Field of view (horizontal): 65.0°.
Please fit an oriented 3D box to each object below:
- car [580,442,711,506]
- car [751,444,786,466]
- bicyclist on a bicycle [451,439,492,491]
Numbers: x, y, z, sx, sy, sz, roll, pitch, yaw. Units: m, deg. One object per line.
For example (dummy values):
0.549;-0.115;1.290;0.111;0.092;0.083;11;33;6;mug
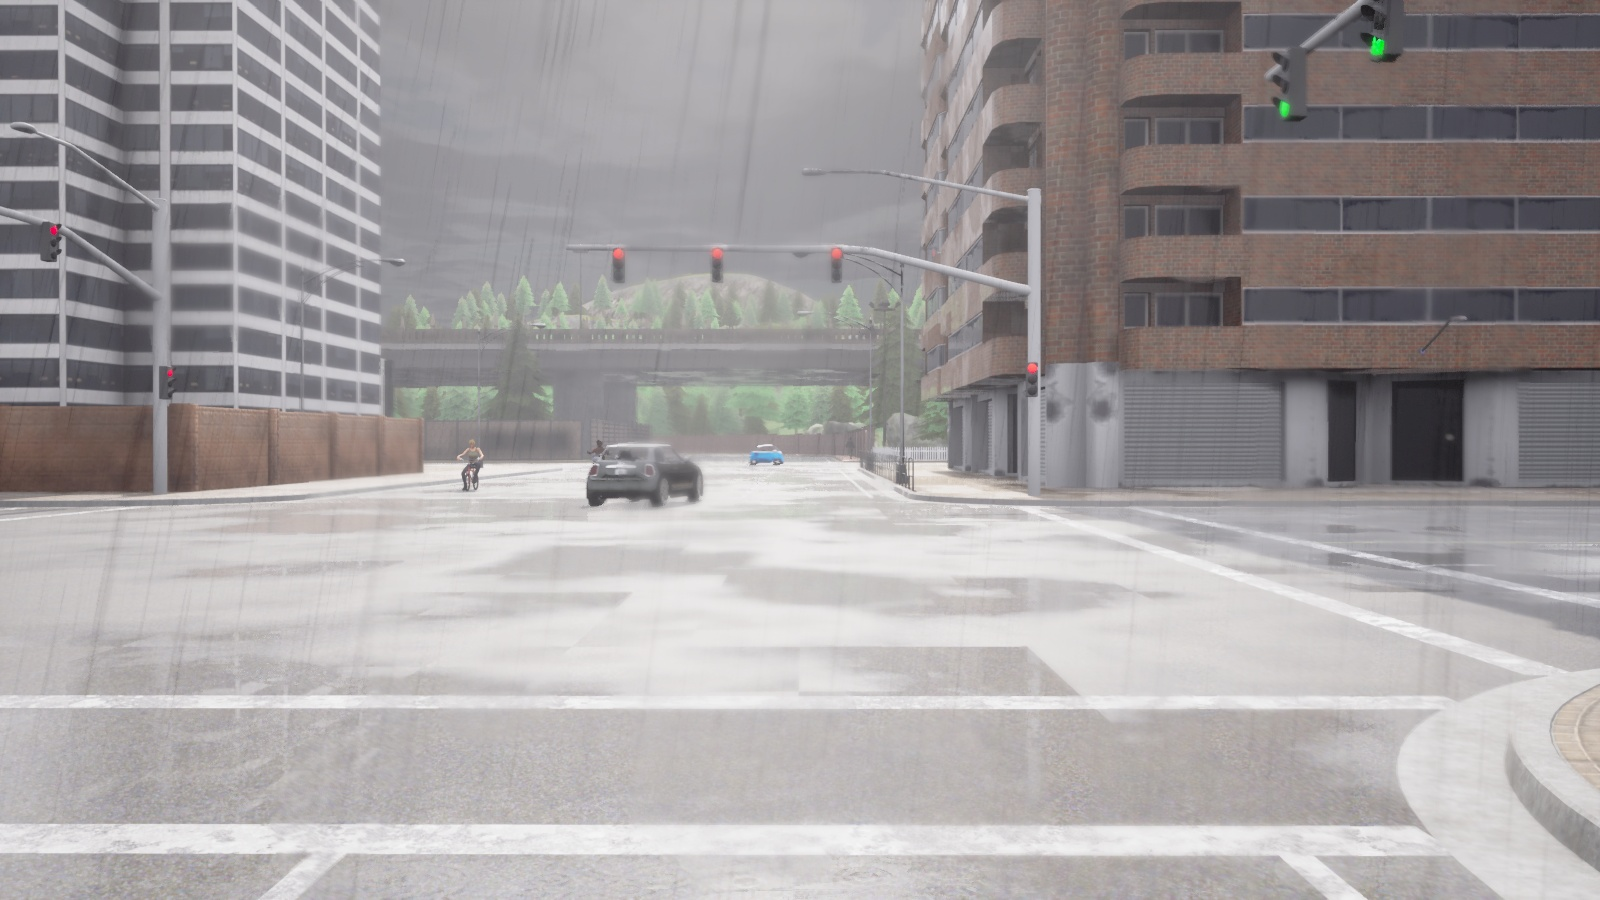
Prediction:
-3.710;0.535;30.840;1.970;1.475;3.806;0;0;13;car
-2.035;0.319;80.628;2.207;1.376;1.481;0;1;0;car
-10.263;0.453;39.234;0.866;1.612;1.509;0;0;1;bicyclist on a bicycle
